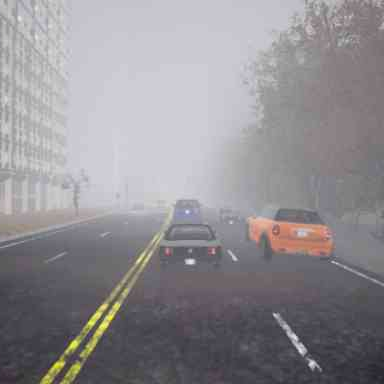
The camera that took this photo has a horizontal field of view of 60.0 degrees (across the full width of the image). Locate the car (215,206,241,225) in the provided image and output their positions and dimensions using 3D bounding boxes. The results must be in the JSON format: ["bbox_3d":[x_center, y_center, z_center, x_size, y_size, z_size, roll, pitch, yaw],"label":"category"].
[{"bbox_3d":[2.896,1.787,26.789,1.895,1.301,4.718,4,5,-1],"label":"car"}]

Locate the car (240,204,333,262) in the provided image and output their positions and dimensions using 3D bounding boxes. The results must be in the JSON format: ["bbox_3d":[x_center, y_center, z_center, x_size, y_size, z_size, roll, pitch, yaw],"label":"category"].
[{"bbox_3d":[3.273,1.269,12.025,2.097,1.767,4.553,5,0,0],"label":"car"}]

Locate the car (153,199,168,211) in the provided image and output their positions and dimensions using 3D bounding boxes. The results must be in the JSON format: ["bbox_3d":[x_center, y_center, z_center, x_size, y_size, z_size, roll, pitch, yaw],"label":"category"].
[{"bbox_3d":[-4.839,1.947,51.711,2.097,1.767,4.553,0,-1,-3],"label":"car"}]

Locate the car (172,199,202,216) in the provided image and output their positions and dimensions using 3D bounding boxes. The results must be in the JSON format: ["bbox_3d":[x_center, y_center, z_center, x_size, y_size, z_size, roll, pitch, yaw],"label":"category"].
[{"bbox_3d":[-0.372,1.524,26.197,2.150,2.045,5.566,0,0,-1],"label":"car"}]

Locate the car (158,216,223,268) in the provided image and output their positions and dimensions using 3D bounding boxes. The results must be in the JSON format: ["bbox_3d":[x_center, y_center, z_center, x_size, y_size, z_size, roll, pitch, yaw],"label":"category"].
[{"bbox_3d":[-0.054,1.736,11.732,1.895,1.301,4.718,0,-1,0],"label":"car"}]

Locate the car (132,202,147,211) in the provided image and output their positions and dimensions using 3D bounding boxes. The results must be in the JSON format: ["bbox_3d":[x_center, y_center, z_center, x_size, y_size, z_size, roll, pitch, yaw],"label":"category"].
[{"bbox_3d":[-8.049,2.189,50.893,1.895,1.301,4.718,0,-1,-3],"label":"car"}]
